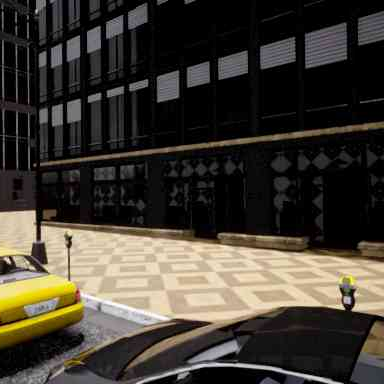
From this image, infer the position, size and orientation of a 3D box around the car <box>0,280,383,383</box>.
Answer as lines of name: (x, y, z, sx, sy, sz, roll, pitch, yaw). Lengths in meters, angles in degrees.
car: (0.725, 1.566, 2.329, 4.313, 1.339, 1.947, 0, -1, 35)

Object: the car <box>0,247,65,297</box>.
car: (-3.911, 1.527, 5.840, 4.829, 1.417, 1.752, 0, -1, 35)
